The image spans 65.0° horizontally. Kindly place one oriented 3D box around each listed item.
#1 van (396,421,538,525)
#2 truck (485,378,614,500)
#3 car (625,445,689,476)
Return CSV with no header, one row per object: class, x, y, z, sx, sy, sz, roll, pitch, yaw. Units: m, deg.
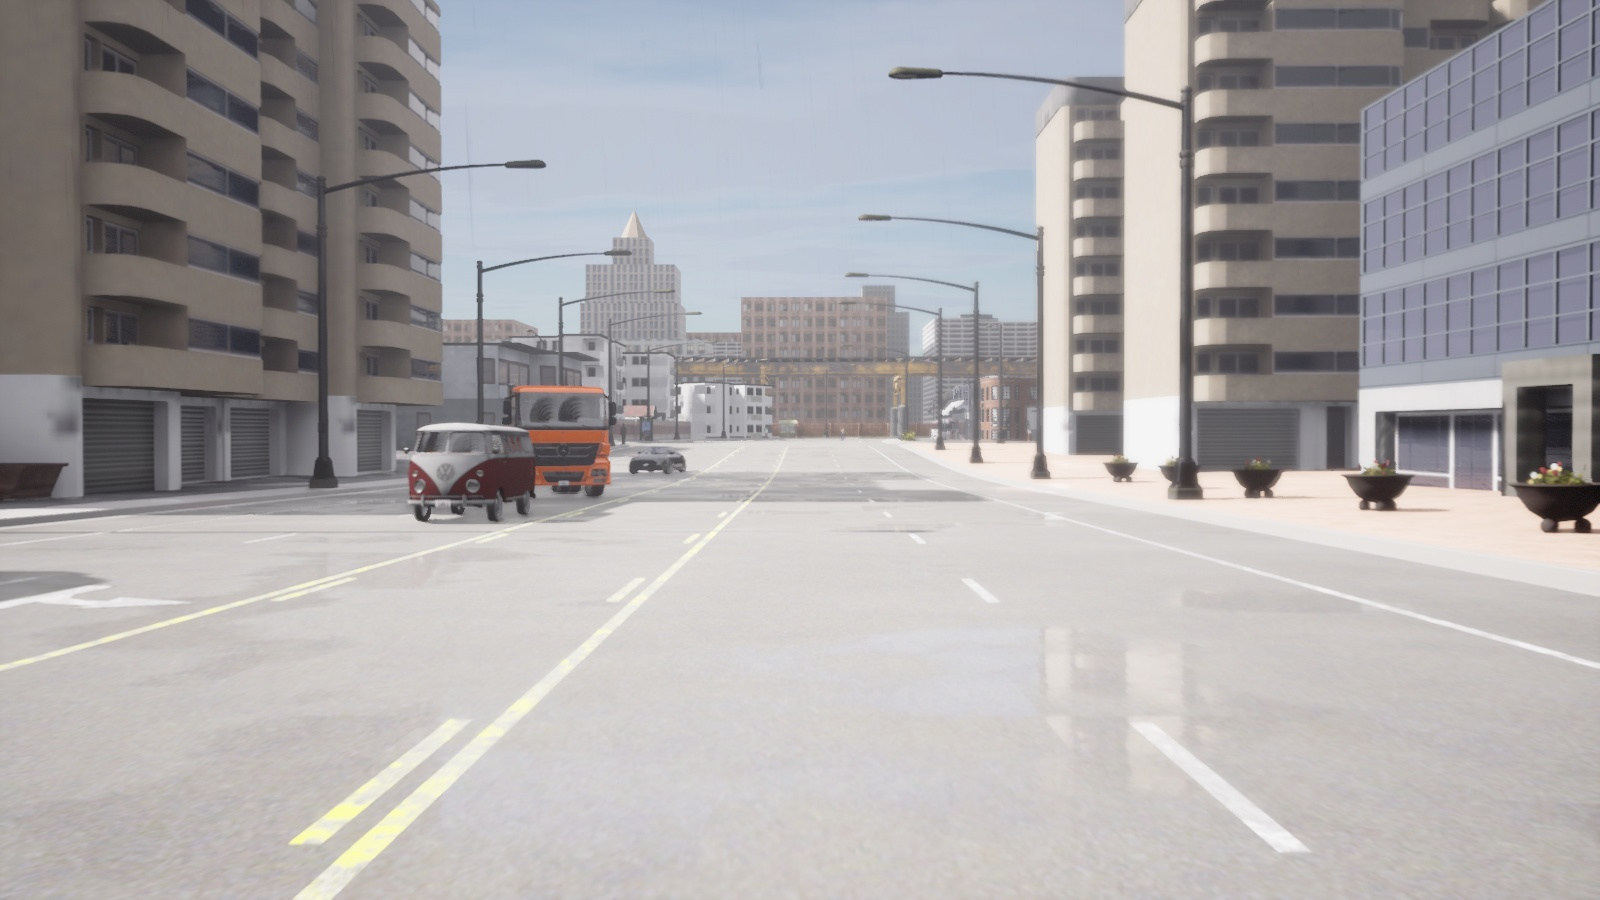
van,-6.838,0.438,26.238,1.775,1.987,4.442,0,0,0
truck,-8.164,-0.315,40.070,2.891,3.462,7.936,0,0,-20
car,-7.201,0.502,63.498,1.994,1.385,4.181,0,1,12
